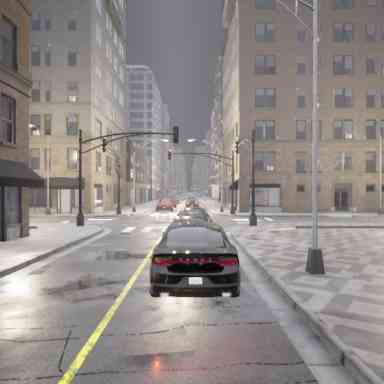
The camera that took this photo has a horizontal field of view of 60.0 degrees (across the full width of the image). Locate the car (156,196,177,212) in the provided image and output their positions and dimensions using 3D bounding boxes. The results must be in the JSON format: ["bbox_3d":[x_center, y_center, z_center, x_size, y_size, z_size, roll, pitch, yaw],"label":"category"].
[{"bbox_3d":[-3.171,1.509,39.779,1.882,1.535,5.008,0,0,-1],"label":"car"}]

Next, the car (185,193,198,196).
[{"bbox_3d":[-0.156,1.589,78.690,1.812,1.442,4.674,0,0,0],"label":"car"}]

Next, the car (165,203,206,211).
[{"bbox_3d":[0.074,1.562,18.411,2.033,1.411,5.357,0,0,5],"label":"car"}]

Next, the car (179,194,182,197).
[{"bbox_3d":[-3.178,1.553,59.685,1.837,1.490,4.892,0,0,0],"label":"car"}]

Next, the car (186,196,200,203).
[{"bbox_3d":[0.007,1.640,49.538,1.895,1.301,4.718,0,0,0],"label":"car"}]

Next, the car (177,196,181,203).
[{"bbox_3d":[-3.158,1.587,49.510,2.033,1.411,5.357,0,0,0],"label":"car"}]

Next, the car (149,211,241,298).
[{"bbox_3d":[0.060,1.485,8.601,1.882,1.535,5.008,0,0,0],"label":"car"}]
